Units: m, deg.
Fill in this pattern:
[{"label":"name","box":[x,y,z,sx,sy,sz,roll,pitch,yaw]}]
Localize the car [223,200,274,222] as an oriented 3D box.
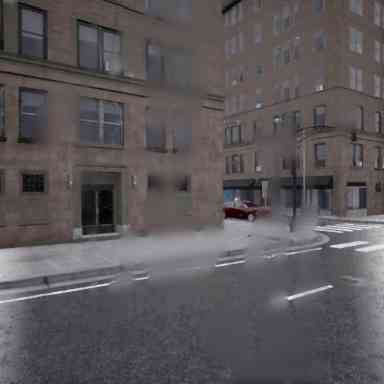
[{"label":"car","box":[4.023,1.411,25.566,1.882,1.535,5.008,-1,1,-35]}]
